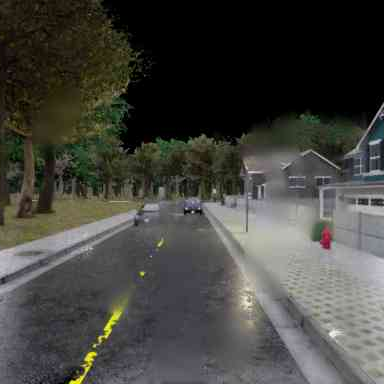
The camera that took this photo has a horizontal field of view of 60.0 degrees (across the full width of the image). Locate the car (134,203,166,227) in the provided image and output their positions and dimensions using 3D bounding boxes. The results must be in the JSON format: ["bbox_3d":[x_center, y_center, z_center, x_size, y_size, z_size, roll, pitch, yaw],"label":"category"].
[{"bbox_3d":[-2.850,1.531,23.282,1.812,1.442,4.674,0,0,0],"label":"car"}]

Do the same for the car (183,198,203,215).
[{"bbox_3d":[0.102,1.614,33.931,1.895,1.301,4.718,0,0,0],"label":"car"}]
